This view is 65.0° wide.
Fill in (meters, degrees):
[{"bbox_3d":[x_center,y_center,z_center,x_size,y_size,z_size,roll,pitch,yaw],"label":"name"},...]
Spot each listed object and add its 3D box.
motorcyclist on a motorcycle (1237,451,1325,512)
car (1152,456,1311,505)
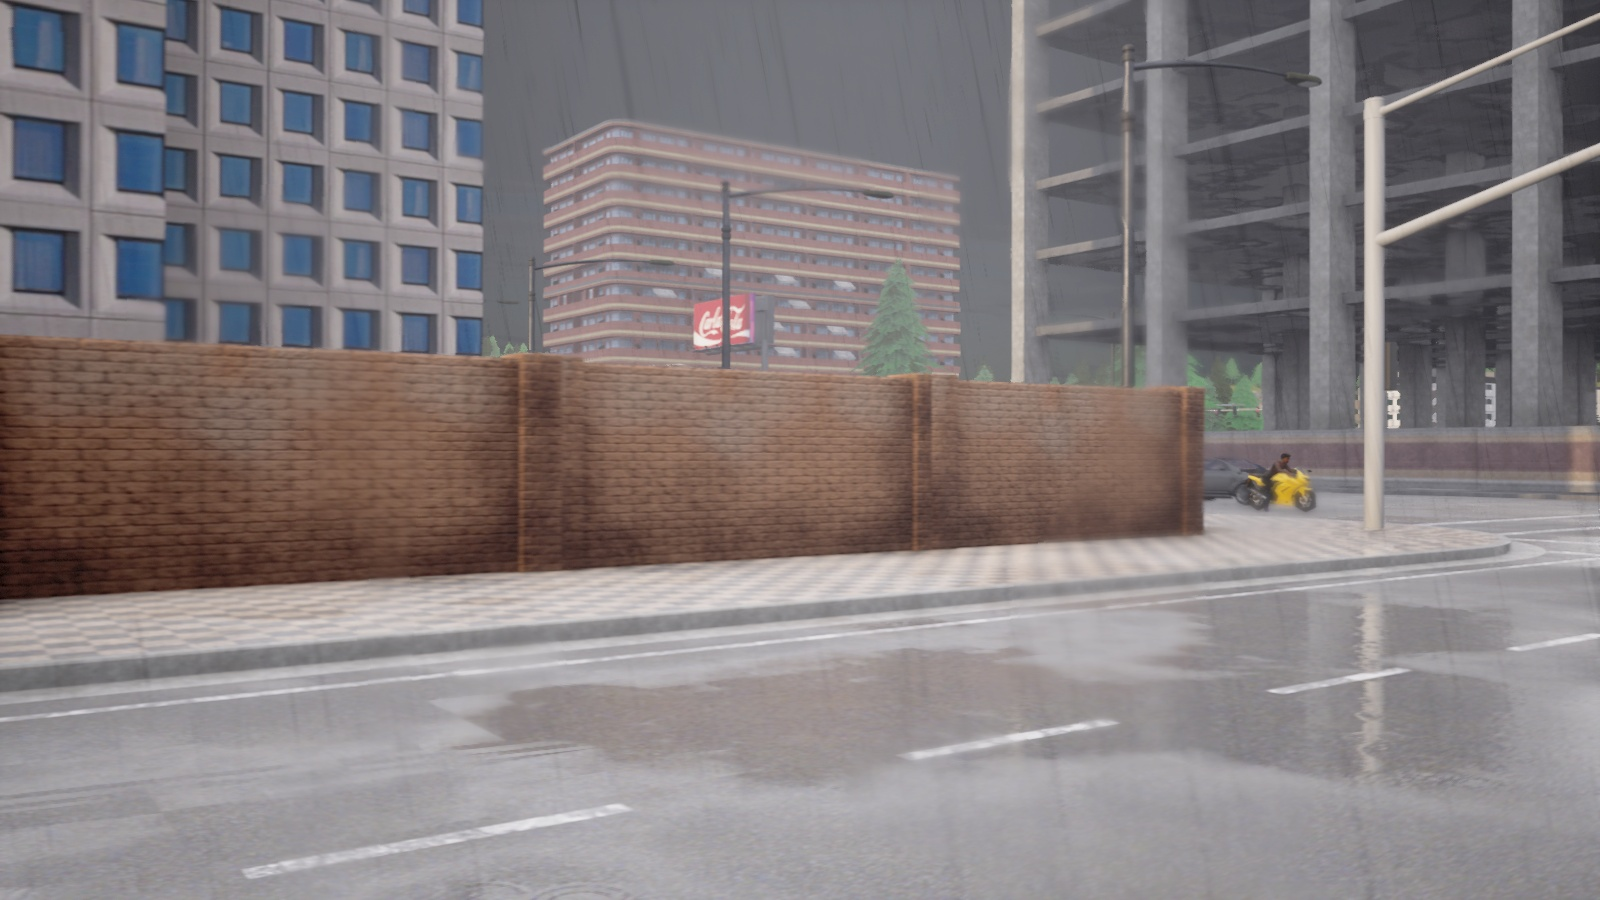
[{"bbox_3d":[12.396,0.780,32.428,0.797,1.523,2.044,0,0,-34],"label":"motorcyclist on a motorcycle"},{"bbox_3d":[12.925,0.874,37.851,1.994,1.385,4.181,0,0,-34],"label":"car"}]
